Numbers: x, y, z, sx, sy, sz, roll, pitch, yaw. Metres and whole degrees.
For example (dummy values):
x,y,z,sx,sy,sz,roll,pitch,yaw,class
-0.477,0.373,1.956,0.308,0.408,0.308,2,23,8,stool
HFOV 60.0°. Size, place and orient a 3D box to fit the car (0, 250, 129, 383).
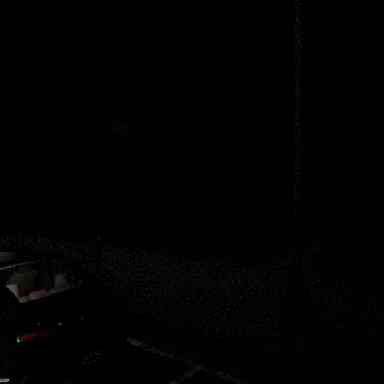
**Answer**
x,y,z,sx,sy,sz,roll,pitch,yaw,class
-2.844,1.537,4.839,4.403,1.369,2.008,0,0,36,car
